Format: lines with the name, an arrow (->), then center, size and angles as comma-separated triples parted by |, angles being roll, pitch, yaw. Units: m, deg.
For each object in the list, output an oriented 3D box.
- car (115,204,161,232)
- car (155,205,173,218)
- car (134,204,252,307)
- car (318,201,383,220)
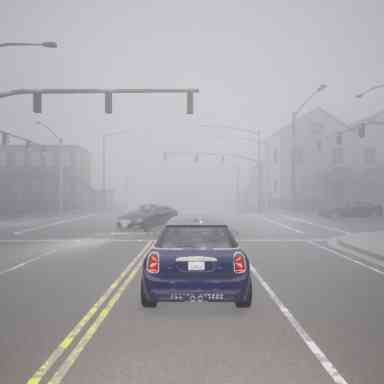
car -> -2.562, 1.470, 19.768 | 2.128, 1.511, 4.902 | 0, 0, 25
car -> -3.558, 2.570, 42.599 | 1.895, 1.301, 4.718 | 0, -8, 0
car -> 0.093, 1.352, 8.116 | 2.097, 1.767, 4.553 | 0, 0, 0
car -> 13.121, 1.478, 27.653 | 5.008, 1.535, 1.882 | 0, 0, -1
